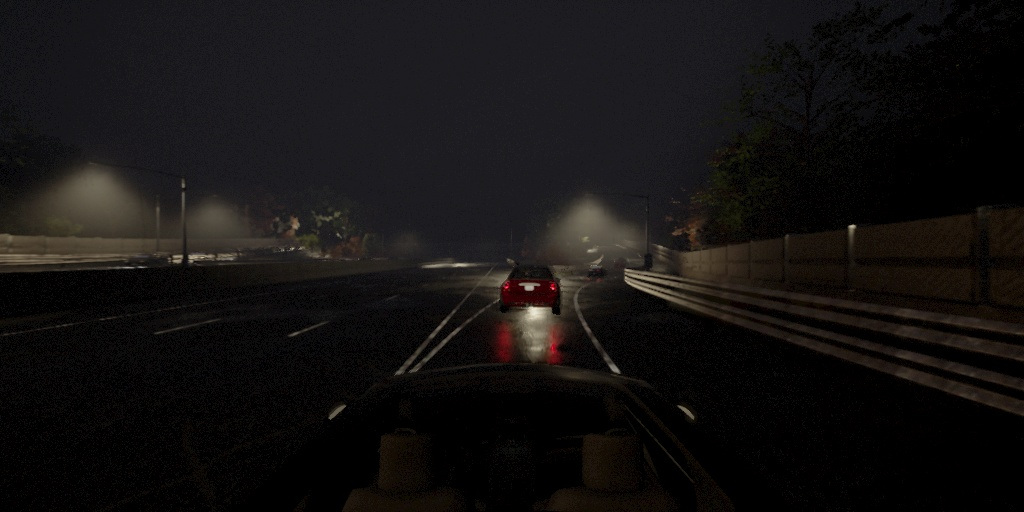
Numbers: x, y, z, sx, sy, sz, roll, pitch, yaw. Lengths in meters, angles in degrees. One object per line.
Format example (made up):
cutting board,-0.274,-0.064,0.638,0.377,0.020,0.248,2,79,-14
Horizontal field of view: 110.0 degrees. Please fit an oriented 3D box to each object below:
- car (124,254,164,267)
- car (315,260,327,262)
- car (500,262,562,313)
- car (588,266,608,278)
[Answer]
car,-43.571,0.494,42.649,2.033,1.411,5.357,0,1,-25
car,-25.717,1.245,47.520,1.895,1.301,4.718,0,0,-1
car,0.893,1.119,14.232,2.097,1.767,4.553,0,0,8
car,10.881,1.973,45.238,2.128,1.511,4.902,1,-1,24
